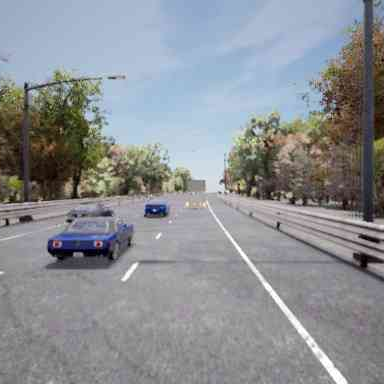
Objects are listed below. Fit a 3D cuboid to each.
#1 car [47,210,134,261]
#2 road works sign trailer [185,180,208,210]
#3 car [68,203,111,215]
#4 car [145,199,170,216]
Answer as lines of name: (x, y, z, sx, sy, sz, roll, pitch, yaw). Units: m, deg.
car: (-3.340, 1.556, 12.026, 1.895, 1.301, 4.718, 0, 0, 0)
road works sign trailer: (0.490, 0.300, 40.066, 2.380, 3.560, 2.880, 0, 0, 2)
car: (-6.734, 1.461, 22.512, 2.033, 1.411, 5.357, 0, 0, 1)
car: (-3.103, 1.357, 30.416, 1.882, 1.535, 5.008, 0, 0, 1)
